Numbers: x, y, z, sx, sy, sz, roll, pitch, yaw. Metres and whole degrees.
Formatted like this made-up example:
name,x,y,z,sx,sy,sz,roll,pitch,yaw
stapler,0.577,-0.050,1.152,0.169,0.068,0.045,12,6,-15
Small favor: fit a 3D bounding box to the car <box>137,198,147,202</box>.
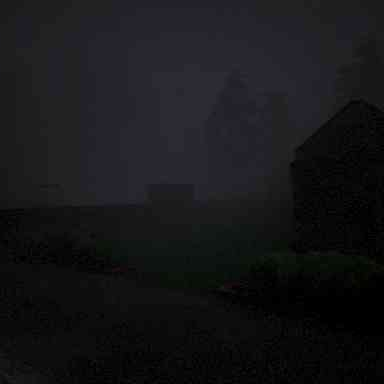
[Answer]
name,x,y,z,sx,sy,sz,roll,pitch,yaw
car,-6.698,1.576,53.508,1.895,1.301,4.718,0,0,36
